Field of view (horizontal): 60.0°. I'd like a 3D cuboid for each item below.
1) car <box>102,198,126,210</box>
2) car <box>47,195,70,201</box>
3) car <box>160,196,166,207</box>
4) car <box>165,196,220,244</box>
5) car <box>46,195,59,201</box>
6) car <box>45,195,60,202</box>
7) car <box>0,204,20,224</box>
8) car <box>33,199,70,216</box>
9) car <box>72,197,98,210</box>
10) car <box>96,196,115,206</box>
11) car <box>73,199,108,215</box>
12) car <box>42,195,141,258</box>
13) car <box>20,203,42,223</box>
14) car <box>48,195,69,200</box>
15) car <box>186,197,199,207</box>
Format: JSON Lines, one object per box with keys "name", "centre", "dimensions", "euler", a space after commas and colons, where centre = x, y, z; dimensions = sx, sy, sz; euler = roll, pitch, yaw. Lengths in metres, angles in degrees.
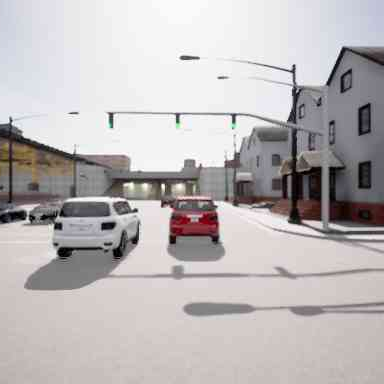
{"name": "car", "centre": [-10.555, 1.538, 45.371], "dimensions": [2.033, 1.411, 5.357], "euler": [0, 0, 0]}
{"name": "car", "centre": [-32.502, 1.462, 80.980], "dimensions": [2.038, 1.542, 4.974], "euler": [0, 0, 29]}
{"name": "car", "centre": [-3.520, 1.327, 49.937], "dimensions": [2.097, 1.767, 4.553], "euler": [0, 0, 0]}
{"name": "car", "centre": [0.102, 1.218, 16.053], "dimensions": [2.150, 2.045, 5.566], "euler": [0, 0, 0]}
{"name": "car", "centre": [-31.741, 1.307, 75.655], "dimensions": [1.853, 1.218, 4.536], "euler": [0, 0, -36]}
{"name": "car", "centre": [-31.710, 1.464, 75.614], "dimensions": [2.038, 1.542, 4.974], "euler": [0, 0, -36]}
{"name": "car", "centre": [-14.110, 1.574, 24.911], "dimensions": [1.994, 1.385, 4.181], "euler": [0, 0, 0]}
{"name": "car", "centre": [-14.103, 1.530, 33.651], "dimensions": [1.812, 1.442, 4.674], "euler": [0, 0, 0]}
{"name": "car", "centre": [-14.064, 1.503, 44.007], "dimensions": [1.837, 1.490, 4.892], "euler": [0, 0, 0]}
{"name": "car", "centre": [-14.022, 1.497, 54.421], "dimensions": [1.837, 1.490, 4.892], "euler": [0, 0, 0]}
{"name": "car", "centre": [-10.605, 1.545, 35.081], "dimensions": [2.033, 1.411, 5.357], "euler": [0, 0, 0]}
{"name": "car", "centre": [-3.405, 1.220, 12.872], "dimensions": [2.150, 2.045, 5.566], "euler": [0, 0, 0]}
{"name": "car", "centre": [-10.610, 1.495, 25.332], "dimensions": [2.128, 1.511, 4.902], "euler": [0, 0, 0]}
{"name": "car", "centre": [-32.527, 1.305, 80.934], "dimensions": [1.853, 1.218, 4.536], "euler": [0, 0, 29]}
{"name": "car", "centre": [0.066, 1.494, 50.784], "dimensions": [1.812, 1.442, 4.674], "euler": [0, 0, 0]}
